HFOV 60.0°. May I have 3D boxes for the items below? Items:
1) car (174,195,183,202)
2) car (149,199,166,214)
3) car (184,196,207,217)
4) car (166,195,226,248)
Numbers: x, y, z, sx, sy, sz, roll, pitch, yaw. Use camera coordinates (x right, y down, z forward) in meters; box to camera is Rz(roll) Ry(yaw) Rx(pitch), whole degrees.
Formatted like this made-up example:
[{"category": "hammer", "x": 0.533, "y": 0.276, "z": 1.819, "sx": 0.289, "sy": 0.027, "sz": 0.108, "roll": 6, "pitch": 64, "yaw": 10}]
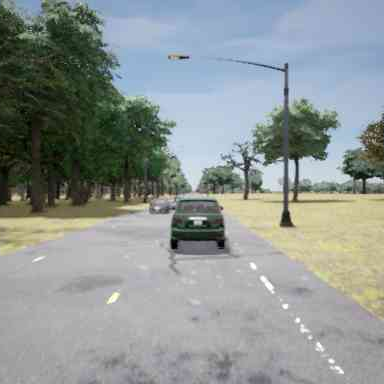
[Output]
[{"category": "car", "x": -3.007, "y": 1.367, "z": 75.304, "sx": 1.812, "sy": 1.442, "sz": 4.674, "roll": 0, "pitch": 0, "yaw": 0}, {"category": "car", "x": -3.334, "y": 1.460, "z": 34.664, "sx": 2.128, "sy": 1.511, "sz": 4.902, "roll": 0, "pitch": 0, "yaw": 0}, {"category": "car", "x": 0.341, "y": 1.333, "z": 31.832, "sx": 2.097, "sy": 1.767, "sz": 4.553, "roll": 0, "pitch": 0, "yaw": 0}, {"category": "car", "x": 0.255, "y": 1.221, "z": 14.846, "sx": 2.150, "sy": 2.045, "sz": 5.566, "roll": 0, "pitch": 0, "yaw": 1}]
